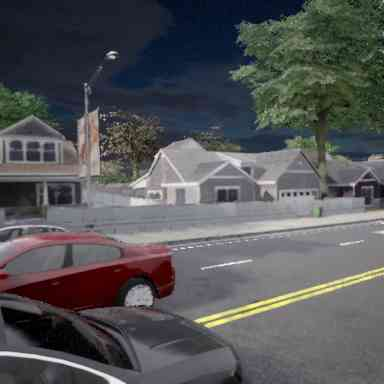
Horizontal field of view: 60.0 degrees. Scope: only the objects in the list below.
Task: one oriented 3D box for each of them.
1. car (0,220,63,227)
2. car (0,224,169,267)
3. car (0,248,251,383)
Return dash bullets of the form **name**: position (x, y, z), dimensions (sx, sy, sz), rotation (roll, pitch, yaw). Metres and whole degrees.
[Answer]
- **car**: position (-4.624, 1.492, 8.370), dimensions (4.902, 1.511, 2.128), rotation (0, 0, -35)
- **car**: position (-2.642, 1.479, 5.792), dimensions (5.008, 1.535, 1.882), rotation (0, 0, -36)
- **car**: position (-1.713, 1.504, 2.216), dimensions (4.892, 1.490, 1.837), rotation (0, 0, -36)
